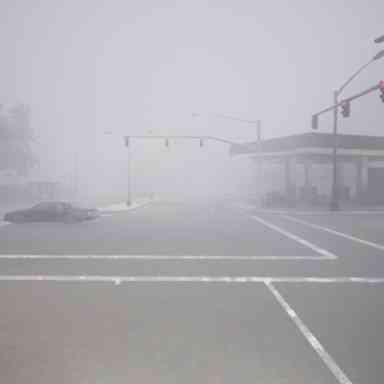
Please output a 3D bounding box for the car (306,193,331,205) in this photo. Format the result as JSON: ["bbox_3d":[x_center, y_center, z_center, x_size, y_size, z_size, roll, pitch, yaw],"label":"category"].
[{"bbox_3d":[15.556,0.842,41.020,1.970,1.475,3.806,0,1,1],"label":"car"}]

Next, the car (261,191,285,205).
[{"bbox_3d":[9.809,0.692,40.269,2.242,1.667,4.611,0,1,1],"label":"car"}]

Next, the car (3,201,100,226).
[{"bbox_3d":[-8.362,1.246,20.101,5.357,1.411,2.033,0,1,2],"label":"car"}]
